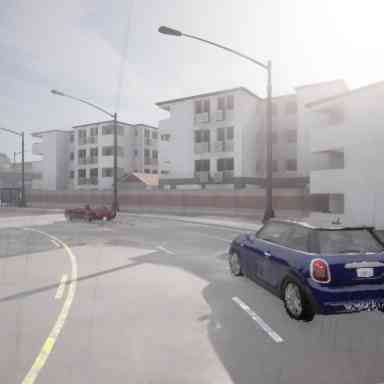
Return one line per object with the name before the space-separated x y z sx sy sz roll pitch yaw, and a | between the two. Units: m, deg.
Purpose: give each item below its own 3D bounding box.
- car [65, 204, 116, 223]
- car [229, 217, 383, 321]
car | -7.876 1.601 25.454 4.718 1.301 1.895 0 0 44
car | 2.428 1.352 7.587 2.097 1.767 4.553 0 0 -12
